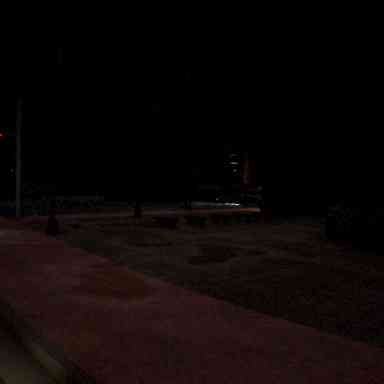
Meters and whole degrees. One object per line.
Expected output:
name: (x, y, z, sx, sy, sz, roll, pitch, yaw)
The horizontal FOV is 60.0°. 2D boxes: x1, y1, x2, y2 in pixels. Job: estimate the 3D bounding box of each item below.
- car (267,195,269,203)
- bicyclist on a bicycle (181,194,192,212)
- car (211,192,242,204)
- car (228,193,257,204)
car: (13.032, 1.221, 51.900, 4.892, 1.490, 1.837, 0, 1, -38)
bicyclist on a bicycle: (-0.532, 1.035, 31.237, 0.582, 1.620, 1.656, 0, 0, -38)
car: (5.407, 1.081, 54.952, 5.008, 1.535, 1.882, 0, 1, -38)
car: (8.293, 1.218, 52.766, 4.181, 1.385, 1.994, 0, 1, -38)
